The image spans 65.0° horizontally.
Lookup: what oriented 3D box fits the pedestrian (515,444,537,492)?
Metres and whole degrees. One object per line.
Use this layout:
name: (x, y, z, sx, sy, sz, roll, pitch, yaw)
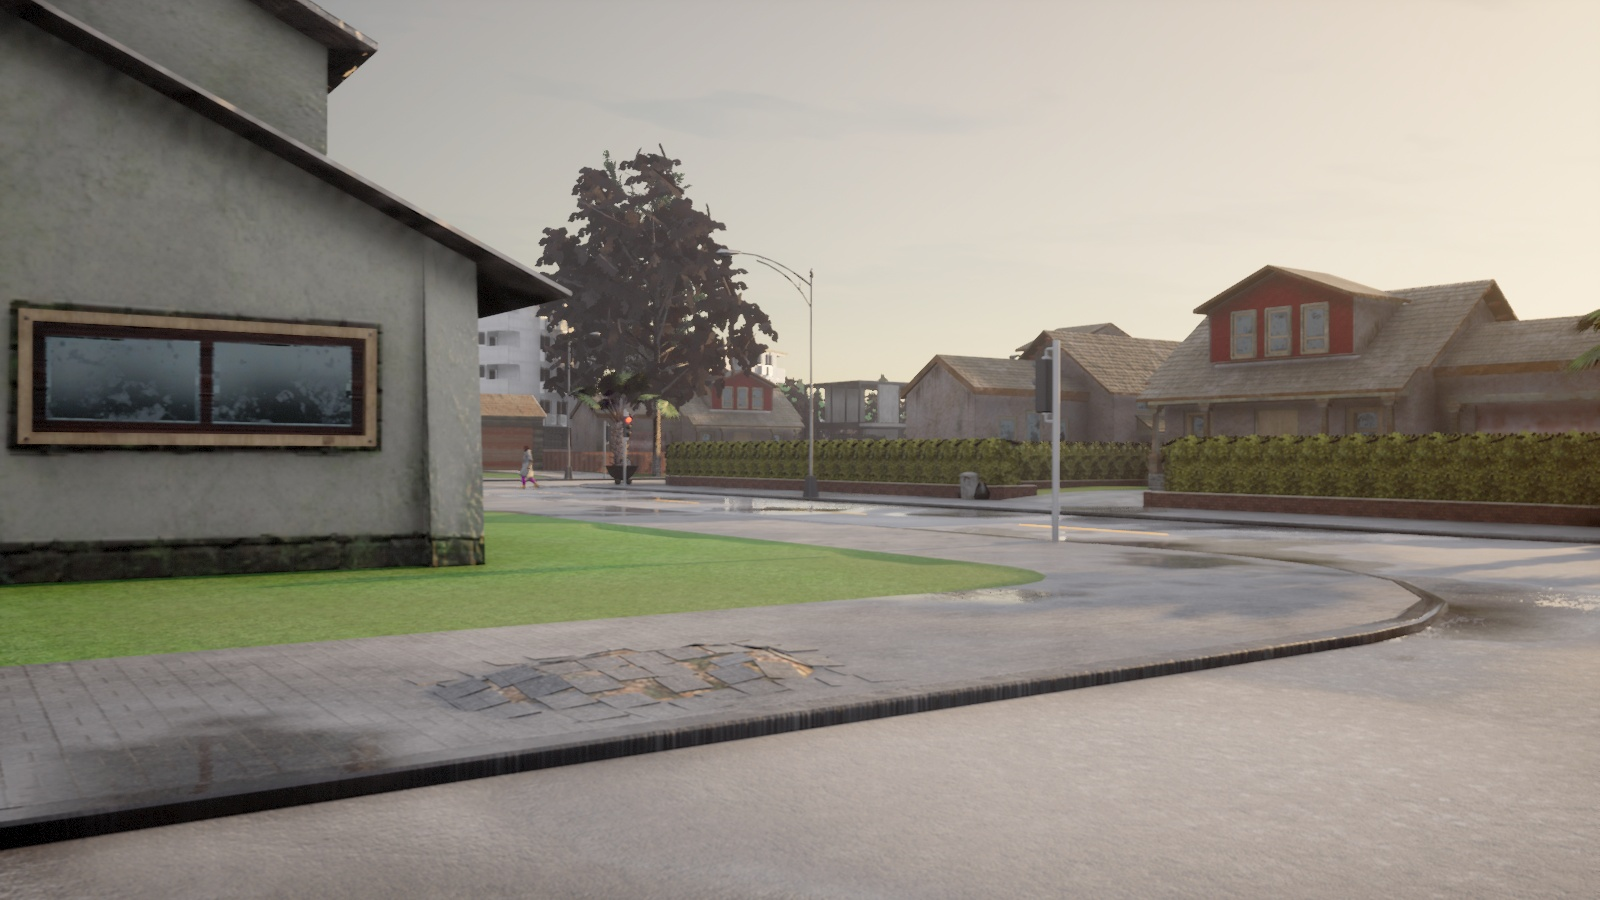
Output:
pedestrian: (-11.362, 0.737, 52.040, 0.873, 1.952, 0.659, 0, 0, -14)
